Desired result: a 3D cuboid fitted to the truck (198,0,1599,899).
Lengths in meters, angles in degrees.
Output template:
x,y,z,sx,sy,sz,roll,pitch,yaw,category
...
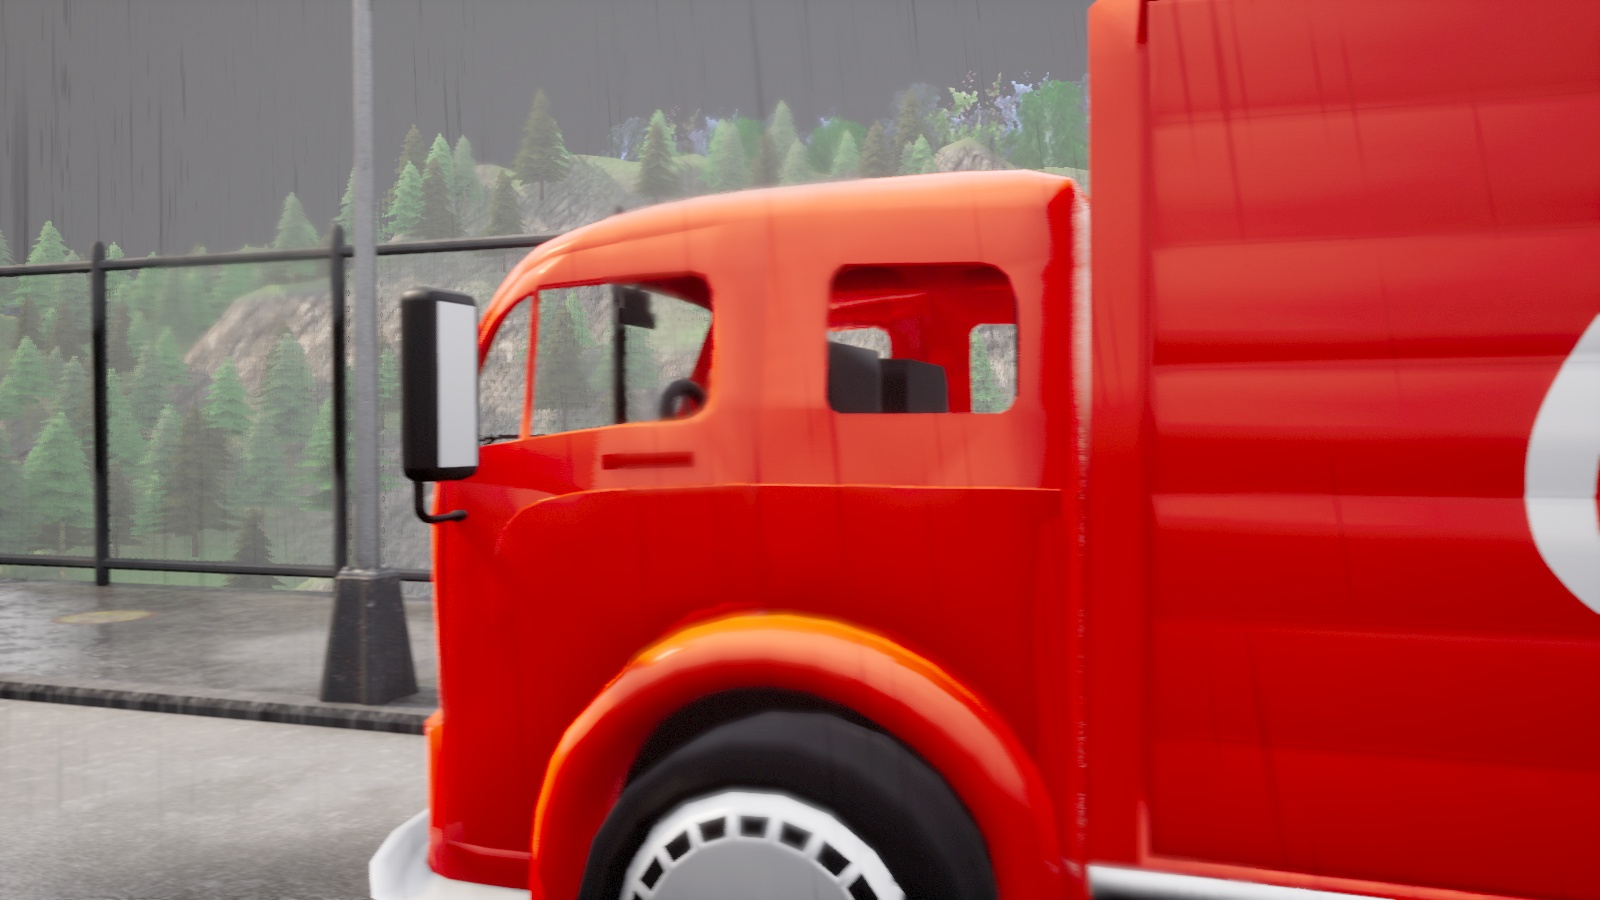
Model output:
x,y,z,sx,sy,sz,roll,pitch,yaw,category
1.560,0.295,3.188,5.204,2.467,2.627,1,1,19,truck
